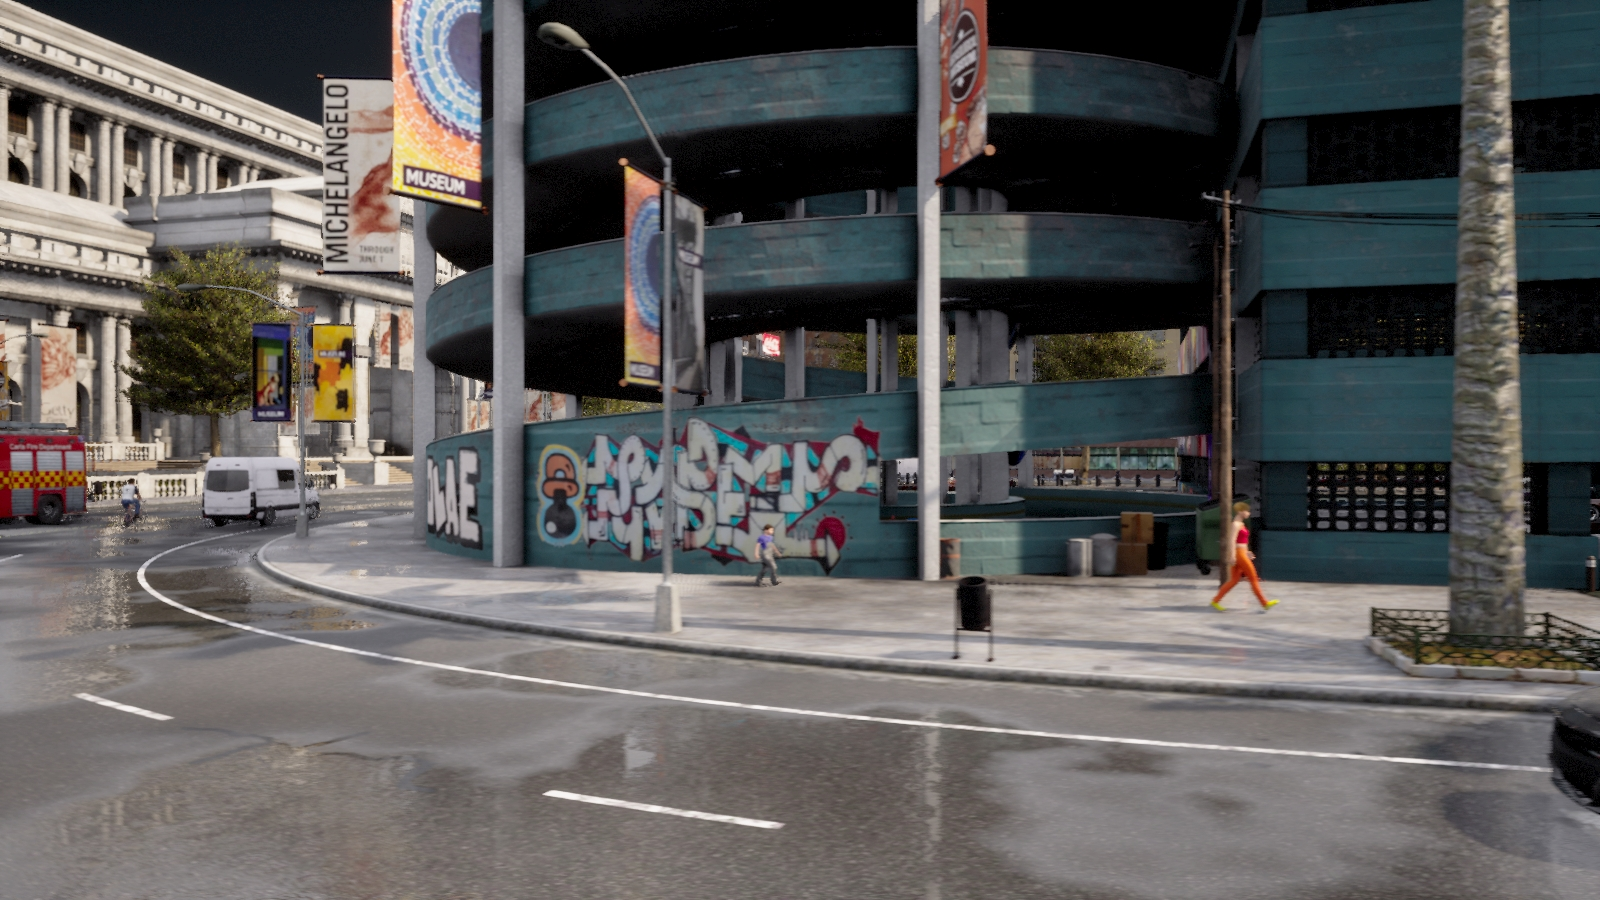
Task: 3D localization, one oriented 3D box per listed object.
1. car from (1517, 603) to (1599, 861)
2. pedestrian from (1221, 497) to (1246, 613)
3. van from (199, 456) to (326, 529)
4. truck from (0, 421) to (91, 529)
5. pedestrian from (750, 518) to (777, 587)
[{"bbox_3d":[8.071,2.038,7.797,5.006,1.535,2.097,0,0,16],"label":"car"},{"bbox_3d":[7.079,1.704,18.651,0.375,1.860,0.375,0,0,20],"label":"pedestrian"},{"bbox_3d":[-20.510,1.547,43.951,1.988,2.561,5.915,0,0,1],"label":"van"},{"bbox_3d":[-29.753,0.901,40.446,2.891,3.827,8.468,0,0,12],"label":"truck"},{"bbox_3d":[-0.704,1.984,22.175,0.375,1.300,0.375,0,0,28],"label":"pedestrian"}]
